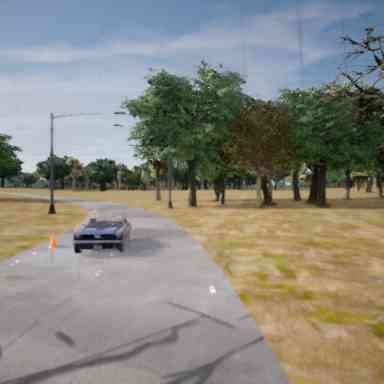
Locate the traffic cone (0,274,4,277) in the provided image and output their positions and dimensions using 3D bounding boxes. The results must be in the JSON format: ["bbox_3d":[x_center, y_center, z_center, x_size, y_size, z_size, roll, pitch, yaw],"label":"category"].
[{"bbox_3d":[-5.322,2.003,8.998,0.340,0.580,0.340,0,0,-4],"label":"traffic cone"}]

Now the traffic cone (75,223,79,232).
[{"bbox_3d":[-6.454,2.044,18.727,0.340,0.580,0.340,0,0,-9],"label":"traffic cone"}]

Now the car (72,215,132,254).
[{"bbox_3d":[-3.608,1.664,14.005,1.895,1.301,4.718,0,0,-7],"label":"car"}]

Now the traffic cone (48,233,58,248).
[{"bbox_3d":[-5.796,2.024,13.874,0.340,0.580,0.340,0,0,-7],"label":"traffic cone"}]
